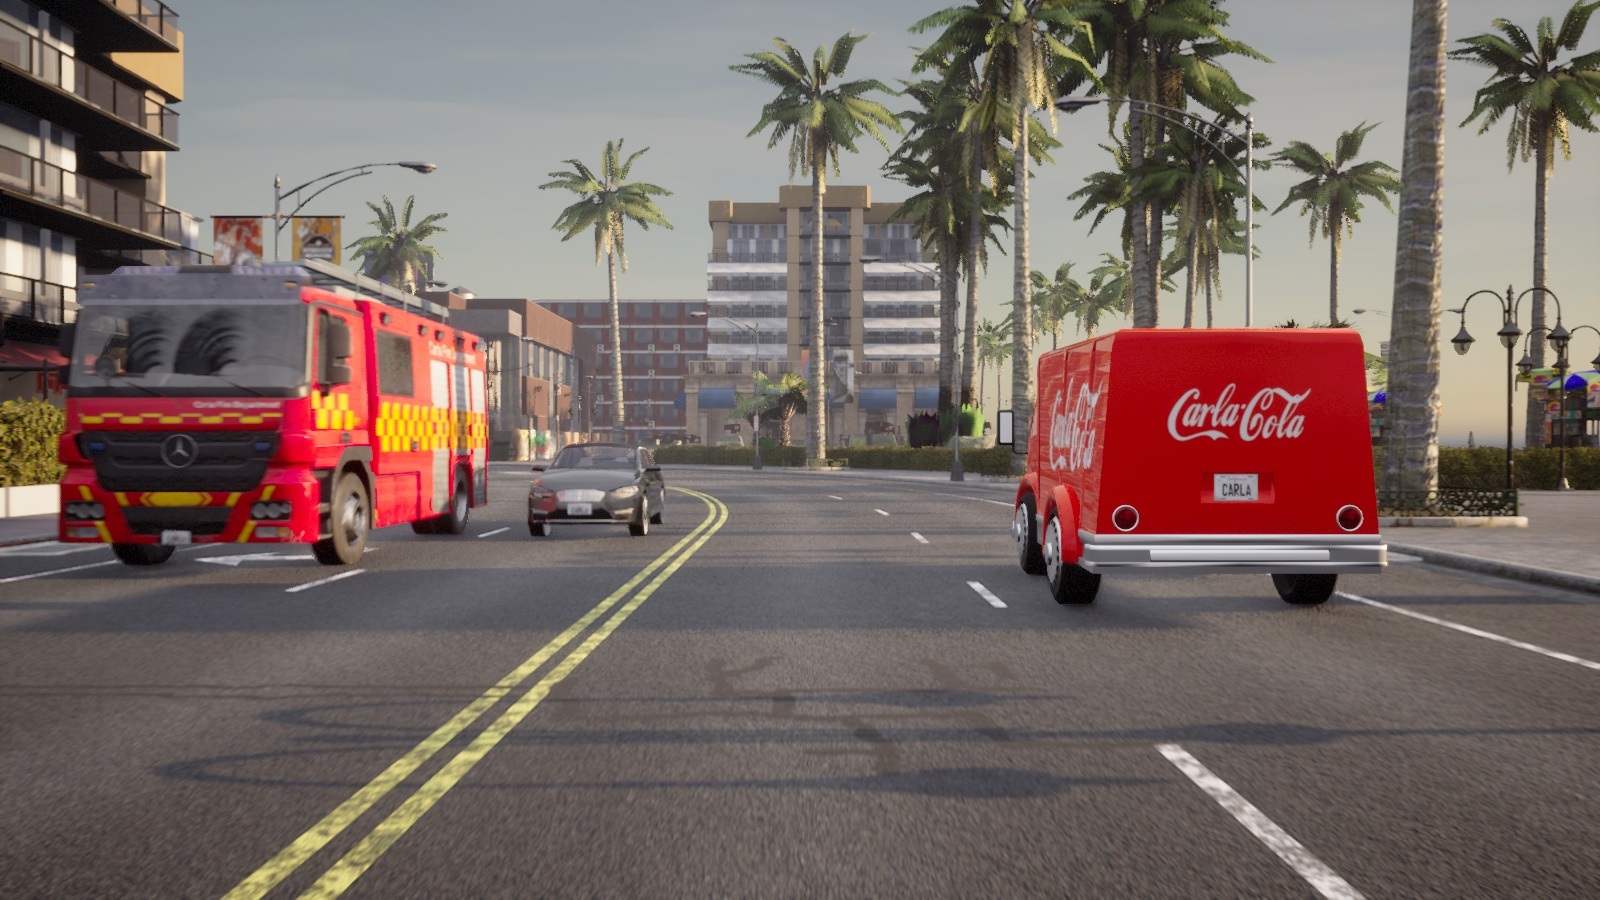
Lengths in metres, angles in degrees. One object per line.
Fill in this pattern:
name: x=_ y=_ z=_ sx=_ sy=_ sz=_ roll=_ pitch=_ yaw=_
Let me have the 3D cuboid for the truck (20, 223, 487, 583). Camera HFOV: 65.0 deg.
truck: x=-6.875 y=-0.523 z=17.613 sx=2.891 sy=3.827 sz=8.468 roll=0 pitch=0 yaw=0

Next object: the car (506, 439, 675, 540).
car: x=-3.388 y=0.580 z=21.341 sx=2.128 sy=1.511 sz=4.902 roll=0 pitch=0 yaw=-1

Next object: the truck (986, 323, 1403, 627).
truck: x=3.588 y=0.191 z=12.791 sx=2.627 sy=2.467 sz=5.204 roll=0 pitch=0 yaw=0
